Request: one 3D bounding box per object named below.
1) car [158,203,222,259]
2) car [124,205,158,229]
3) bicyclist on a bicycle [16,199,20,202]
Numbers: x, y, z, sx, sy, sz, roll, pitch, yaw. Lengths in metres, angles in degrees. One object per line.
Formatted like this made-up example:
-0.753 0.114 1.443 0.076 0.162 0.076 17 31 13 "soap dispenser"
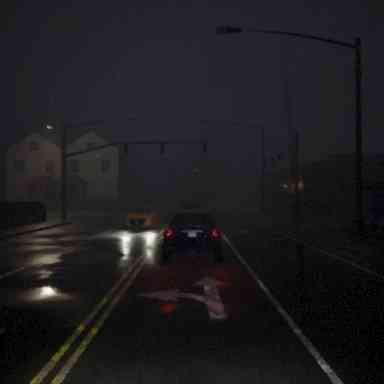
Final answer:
0.022 1.500 13.406 2.097 1.767 4.553 0 -1 0 "car"
-3.514 1.740 23.802 1.882 1.535 5.008 0 -1 0 "car"
-25.246 1.834 48.214 0.582 1.620 1.656 0 0 0 "bicyclist on a bicycle"
